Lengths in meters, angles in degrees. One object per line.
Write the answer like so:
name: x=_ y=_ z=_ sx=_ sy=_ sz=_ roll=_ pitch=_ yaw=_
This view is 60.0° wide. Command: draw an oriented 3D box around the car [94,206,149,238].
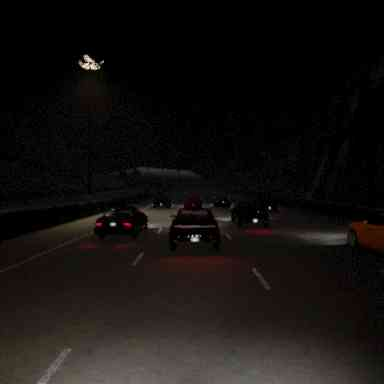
car: x=-3.398 y=1.423 z=16.817 sx=2.033 sy=1.411 sz=5.357 roll=0 pitch=1 yaw=0

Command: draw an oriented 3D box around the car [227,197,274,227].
car: x=3.603 y=1.330 z=21.319 sx=1.837 sy=1.490 sz=4.892 roll=0 pitch=1 yaw=0

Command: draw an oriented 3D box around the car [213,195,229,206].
car: x=3.605 y=1.093 z=40.342 sx=1.994 sy=1.385 sz=4.181 roll=0 pitch=1 yaw=0

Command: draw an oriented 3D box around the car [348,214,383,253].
car: x=7.101 y=1.405 z=11.185 sx=1.882 sy=1.535 sz=5.008 roll=0 pitch=1 yaw=0

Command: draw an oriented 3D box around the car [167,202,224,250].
car: x=0.101 y=1.396 z=13.864 sx=2.128 sy=1.511 sz=4.902 roll=0 pitch=0 yaw=0

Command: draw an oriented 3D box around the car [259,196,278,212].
car: x=7.104 y=1.167 z=32.807 sx=1.837 sy=1.490 sz=4.892 roll=0 pitch=1 yaw=0

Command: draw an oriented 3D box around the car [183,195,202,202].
car: x=0.104 y=1.092 z=35.554 sx=1.882 sy=1.535 sz=5.008 roll=0 pitch=1 yaw=0

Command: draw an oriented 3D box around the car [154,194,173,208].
car: x=-3.395 y=1.058 z=39.034 sx=1.837 sy=1.490 sz=4.892 roll=0 pitch=1 yaw=0
